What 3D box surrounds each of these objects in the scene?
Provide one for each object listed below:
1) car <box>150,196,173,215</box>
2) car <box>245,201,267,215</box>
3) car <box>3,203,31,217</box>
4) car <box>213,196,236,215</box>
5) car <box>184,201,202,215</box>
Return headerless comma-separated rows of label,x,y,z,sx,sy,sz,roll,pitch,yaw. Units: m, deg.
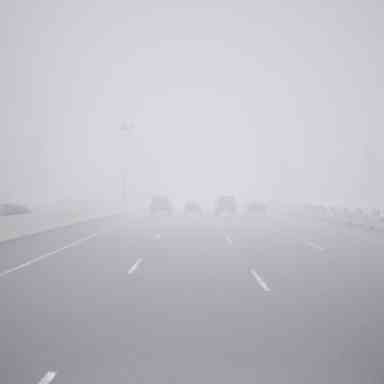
car,-3.410,1.476,37.226,2.150,2.045,5.566,0,-1,0
car,7.102,1.761,37.348,1.837,1.490,4.892,0,-1,0
car,-14.095,1.601,25.199,2.128,1.511,4.902,0,-1,0
car,3.602,1.471,36.927,2.150,2.045,5.566,0,-1,0
car,0.102,1.774,38.158,1.837,1.490,4.892,0,-1,0
